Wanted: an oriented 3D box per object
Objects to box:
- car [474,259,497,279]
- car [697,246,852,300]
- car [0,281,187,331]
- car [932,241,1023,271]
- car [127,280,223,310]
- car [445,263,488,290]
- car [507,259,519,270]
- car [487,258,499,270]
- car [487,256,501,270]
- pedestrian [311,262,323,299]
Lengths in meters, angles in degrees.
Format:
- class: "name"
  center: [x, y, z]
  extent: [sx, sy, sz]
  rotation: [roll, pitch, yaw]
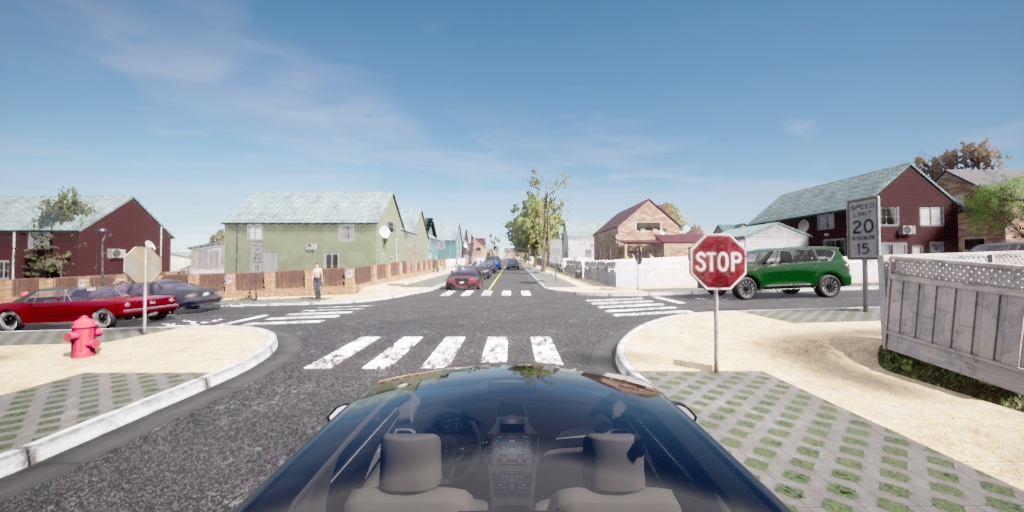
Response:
- class: "car"
  center: [-2.813, 1.246, 32.417]
  extent: [2.128, 1.511, 4.902]
  rotation: [0, 0, 0]
- class: "car"
  center: [10.818, 0.674, 14.998]
  extent: [5.566, 2.045, 2.150]
  rotation: [-2, -1, -1]
- class: "car"
  center: [-14.108, 1.672, 11.909]
  extent: [4.718, 1.301, 1.895]
  rotation: [-2, -1, 0]
- class: "car"
  center: [21.021, 0.399, 15.060]
  extent: [5.566, 2.045, 2.150]
  rotation: [-2, -1, 0]
- class: "car"
  center: [-15.441, 1.720, 15.042]
  extent: [5.357, 1.411, 2.033]
  rotation: [-2, -1, -3]
- class: "car"
  center: [-2.826, 1.318, 22.158]
  extent: [1.994, 1.385, 4.181]
  rotation: [0, 0, 0]
- class: "car"
  center: [0.154, 1.299, 53.789]
  extent: [2.033, 1.411, 5.357]
  rotation: [0, 0, 0]
- class: "car"
  center: [-2.800, 1.280, 42.285]
  extent: [1.812, 1.442, 4.674]
  rotation: [0, 0, 0]
- class: "car"
  center: [-2.765, 0.974, 52.990]
  extent: [2.150, 2.045, 5.566]
  rotation: [0, 0, 0]
- class: "pedestrian"
  center: [-9.675, 1.213, 17.821]
  extent: [0.375, 1.860, 0.375]
  rotation: [0, 0, 0]
